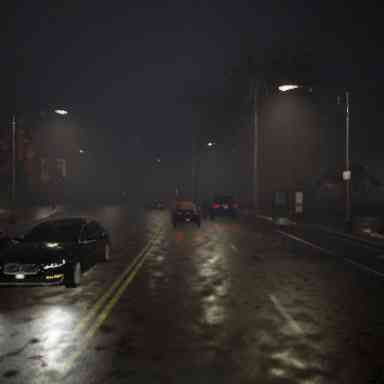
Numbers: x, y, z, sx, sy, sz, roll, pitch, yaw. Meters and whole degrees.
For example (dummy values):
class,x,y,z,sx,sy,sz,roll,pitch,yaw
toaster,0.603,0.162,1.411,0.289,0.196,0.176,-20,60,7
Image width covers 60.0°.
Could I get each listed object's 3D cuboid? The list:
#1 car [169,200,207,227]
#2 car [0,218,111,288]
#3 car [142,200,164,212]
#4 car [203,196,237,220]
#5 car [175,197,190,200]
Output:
class,x,y,z,sx,sy,sz,roll,pitch,yaw
car,-0.536,1.589,23.727,2.128,1.511,4.902,0,0,-7
car,-3.637,1.544,9.443,1.837,1.490,4.892,0,0,0
car,-4.999,1.718,42.304,2.033,1.411,5.357,0,0,-20
car,2.262,1.339,29.119,2.150,2.045,5.566,0,0,-9
car,-1.384,1.524,42.467,2.097,1.767,4.553,0,0,-19
